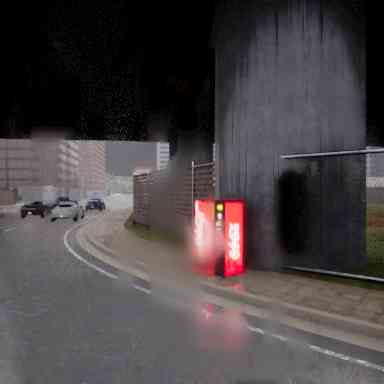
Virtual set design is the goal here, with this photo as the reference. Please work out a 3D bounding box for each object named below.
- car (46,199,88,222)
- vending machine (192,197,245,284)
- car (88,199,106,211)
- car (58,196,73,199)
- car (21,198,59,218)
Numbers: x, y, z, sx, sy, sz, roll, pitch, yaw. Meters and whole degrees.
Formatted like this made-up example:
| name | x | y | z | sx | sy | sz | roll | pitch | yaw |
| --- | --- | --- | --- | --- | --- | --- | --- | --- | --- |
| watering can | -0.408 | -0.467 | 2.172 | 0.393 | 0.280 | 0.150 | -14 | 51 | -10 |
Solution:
| name | x | y | z | sx | sy | sz | roll | pitch | yaw |
| --- | --- | --- | --- | --- | --- | --- | --- | --- | --- |
| car | -9.854 | 1.526 | 26.589 | 1.812 | 1.442 | 4.674 | 0 | 0 | -8 |
| vending machine | 0.708 | 1.195 | 8.803 | 1.100 | 2.100 | 0.880 | 0 | 0 | -42 |
| car | -11.766 | 1.526 | 40.621 | 1.812 | 1.442 | 4.674 | 0 | 0 | -8 |
| car | -15.270 | 1.352 | 40.447 | 2.097 | 1.767 | 4.553 | 0 | 0 | -7 |
| car | -13.879 | 1.505 | 30.171 | 1.837 | 1.490 | 4.892 | 0 | 0 | -8 |
